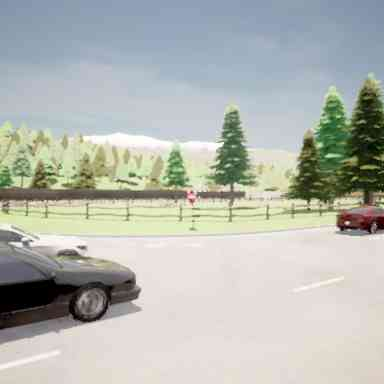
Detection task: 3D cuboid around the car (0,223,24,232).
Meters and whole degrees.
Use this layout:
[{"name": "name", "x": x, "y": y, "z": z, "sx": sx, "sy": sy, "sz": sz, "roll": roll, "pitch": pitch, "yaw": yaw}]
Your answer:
[{"name": "car", "x": -5.115, "y": 1.531, "z": 8.695, "sx": 4.674, "sy": 1.442, "sz": 1.812, "roll": 0, "pitch": 0, "yaw": -35}]

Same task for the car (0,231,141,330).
[{"name": "car", "x": -3.590, "y": 1.549, "z": 5.485, "sx": 5.357, "sy": 1.411, "sz": 2.033, "roll": 0, "pitch": 0, "yaw": -35}]

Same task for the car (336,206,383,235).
[{"name": "car", "x": 10.659, "y": 1.601, "z": 19.936, "sx": 5.008, "sy": 1.535, "sz": 1.882, "roll": 0, "pitch": 0, "yaw": -35}]
